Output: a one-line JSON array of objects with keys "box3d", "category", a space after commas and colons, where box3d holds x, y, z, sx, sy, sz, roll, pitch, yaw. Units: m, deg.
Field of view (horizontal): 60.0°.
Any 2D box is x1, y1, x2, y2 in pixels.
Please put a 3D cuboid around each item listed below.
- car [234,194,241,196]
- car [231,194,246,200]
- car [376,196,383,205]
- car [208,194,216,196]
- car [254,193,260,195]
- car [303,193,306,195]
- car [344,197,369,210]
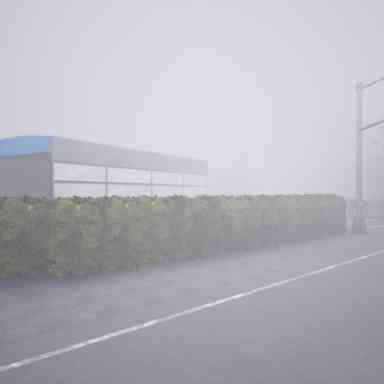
[{"box3d": [8.906, 1.298, 63.555, 4.514, 1.523, 2.007, 0, 0, -41], "category": "car"}, {"box3d": [12.221, 1.232, 87.059, 3.806, 1.475, 1.970, 0, 0, -41], "category": "car"}, {"box3d": [31.502, 1.384, 53.928, 3.806, 1.475, 1.970, 0, 0, -41], "category": "car"}, {"box3d": [4.481, 1.298, 85.273, 4.514, 1.523, 2.007, 0, 0, -41], "category": "car"}, {"box3d": [16.631, 1.153, 82.385, 5.027, 1.636, 2.152, 0, 0, -41], "category": "car"}, {"box3d": [24.932, 1.077, 72.649, 3.866, 1.878, 1.905, 0, 0, -41], "category": "car"}, {"box3d": [19.277, 1.339, 39.577, 4.514, 1.523, 2.007, 0, 0, -41], "category": "car"}]
